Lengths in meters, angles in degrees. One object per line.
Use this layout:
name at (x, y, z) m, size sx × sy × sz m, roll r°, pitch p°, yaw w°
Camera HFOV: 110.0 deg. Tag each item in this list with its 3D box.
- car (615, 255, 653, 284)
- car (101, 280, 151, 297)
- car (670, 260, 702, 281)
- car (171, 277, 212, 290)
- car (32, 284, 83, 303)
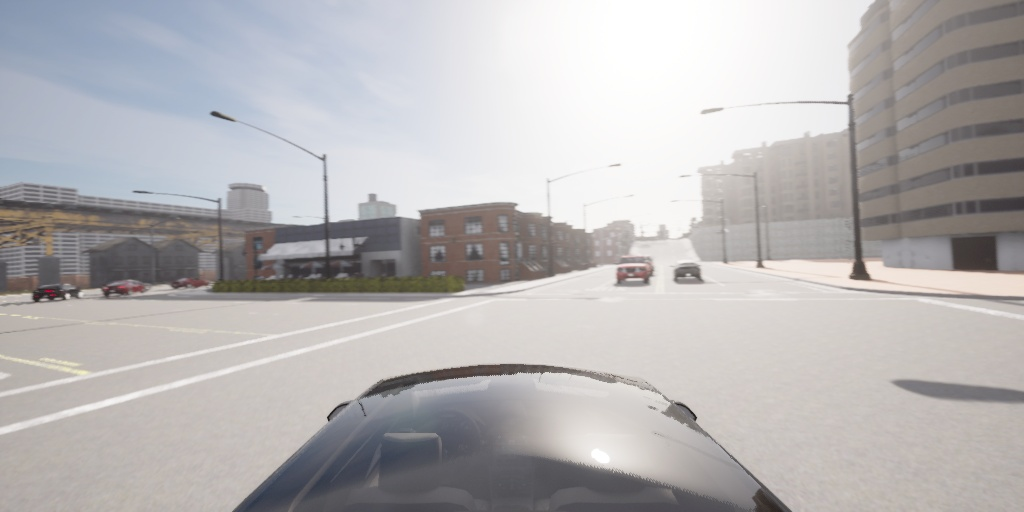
car at (9.203, 0.940, 27.194) m, size 2.150 × 2.045 × 5.566 m, roll -3°, pitch -1°, yaw 23°
car at (-39.292, 3.268, 36.428) m, size 1.812 × 1.442 × 4.674 m, roll -2°, pitch -1°, yaw -26°
car at (13.301, 1.067, 27.415) m, size 1.837 × 1.490 × 4.892 m, roll -3°, pitch -1°, yaw 23°
car at (-41.490, 3.496, 46.523) m, size 1.812 × 1.442 × 4.674 m, roll -2°, pitch -1°, yaw 2°
car at (-40.554, 3.235, 32.080) m, size 1.837 × 1.490 × 4.892 m, roll -2°, pitch -1°, yaw -35°
